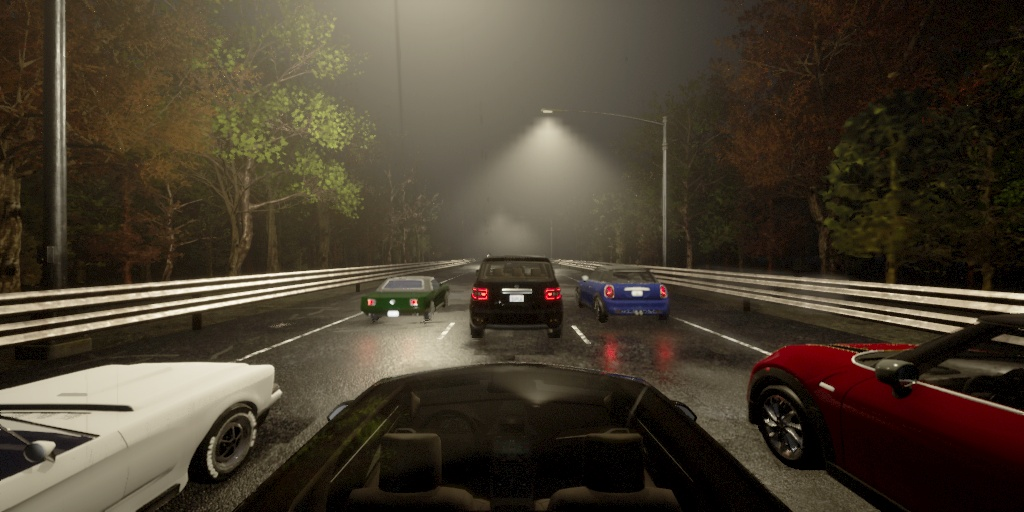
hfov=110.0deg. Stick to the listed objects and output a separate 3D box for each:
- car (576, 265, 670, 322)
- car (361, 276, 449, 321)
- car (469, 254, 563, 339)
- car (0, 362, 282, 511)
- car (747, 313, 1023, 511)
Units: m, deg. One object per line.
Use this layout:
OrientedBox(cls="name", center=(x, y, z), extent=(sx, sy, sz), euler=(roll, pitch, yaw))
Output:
OrientedBox(cls="car", center=(3.600, 1.098, 12.490), extent=(2.097, 1.767, 4.553), euler=(0, 0, 0))
OrientedBox(cls="car", center=(-3.400, 1.348, 12.429), extent=(1.895, 1.301, 4.718), euler=(0, 0, -1))
OrientedBox(cls="car", center=(0.100, 0.970, 10.178), extent=(2.150, 2.045, 5.566), euler=(0, 0, 0))
OrientedBox(cls="car", center=(-3.401, 1.351, 1.698), extent=(1.895, 1.301, 4.718), euler=(0, 0, 0))
OrientedBox(cls="car", center=(3.595, 1.102, 2.013), extent=(2.097, 1.767, 4.553), euler=(0, 0, 0))
